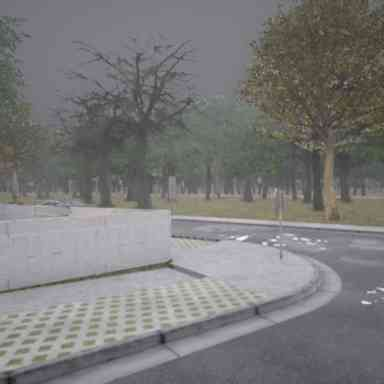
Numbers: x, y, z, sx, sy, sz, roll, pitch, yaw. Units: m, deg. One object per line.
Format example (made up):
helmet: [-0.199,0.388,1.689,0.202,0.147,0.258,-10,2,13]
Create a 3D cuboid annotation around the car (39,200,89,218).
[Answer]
car: [-8.464,1.266,22.138,4.902,1.511,2.128,1,1,32]
